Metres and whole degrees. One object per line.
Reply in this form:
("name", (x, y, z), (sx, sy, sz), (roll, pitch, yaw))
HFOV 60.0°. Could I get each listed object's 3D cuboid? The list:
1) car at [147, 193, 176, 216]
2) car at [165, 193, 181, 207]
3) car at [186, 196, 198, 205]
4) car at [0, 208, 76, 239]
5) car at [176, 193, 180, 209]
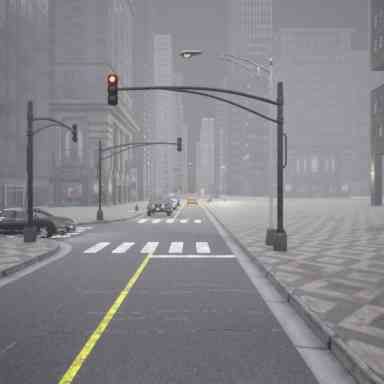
("car", (-3.088, 1.221, 32.928), (2.150, 2.045, 5.566), (0, 0, 0))
("car", (-3.058, 1.231, 54.093), (2.150, 2.045, 5.566), (0, 0, 0))
("car", (0.012, 1.489, 57.607), (1.882, 1.535, 5.008), (0, 0, 0))
("car", (-8.545, 1.605, 17.397), (4.892, 1.490, 1.837), (-1, -1, 9))
("car", (-3.088, 1.224, 43.376), (2.150, 2.045, 5.566), (0, 0, 0))
